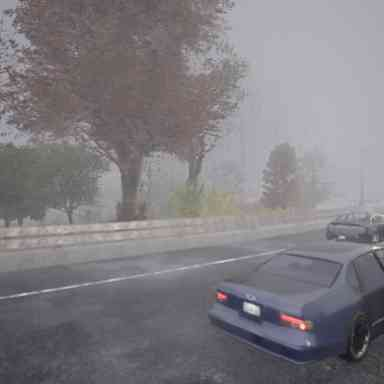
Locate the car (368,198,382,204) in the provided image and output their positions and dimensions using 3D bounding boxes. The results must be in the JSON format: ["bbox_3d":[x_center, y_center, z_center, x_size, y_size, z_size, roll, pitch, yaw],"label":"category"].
[{"bbox_3d":[43.755,2.254,80.824,1.837,1.490,4.892,0,-1,4],"label":"car"}]

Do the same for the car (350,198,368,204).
[{"bbox_3d":[40.275,2.278,81.204,1.812,1.442,4.674,0,-1,4],"label":"car"}]

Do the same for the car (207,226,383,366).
[{"bbox_3d":[2.743,1.618,6.001,5.357,1.411,2.033,1,-1,-39],"label":"car"}]

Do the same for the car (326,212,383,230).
[{"bbox_3d":[7.925,1.670,15.291,4.902,1.511,2.128,1,-1,-44],"label":"car"}]
